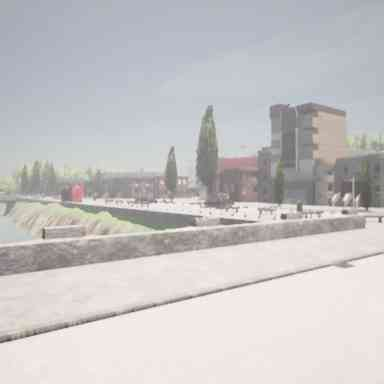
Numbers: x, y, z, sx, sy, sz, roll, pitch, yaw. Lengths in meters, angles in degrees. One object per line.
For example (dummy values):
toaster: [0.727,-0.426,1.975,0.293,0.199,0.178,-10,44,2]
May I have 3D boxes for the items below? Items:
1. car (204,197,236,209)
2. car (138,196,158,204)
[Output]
car: [3.573,1.420,43.163,1.837,1.490,4.892,0,0,-36]
car: [-7.932,1.455,59.372,1.837,1.490,4.892,0,0,-36]
